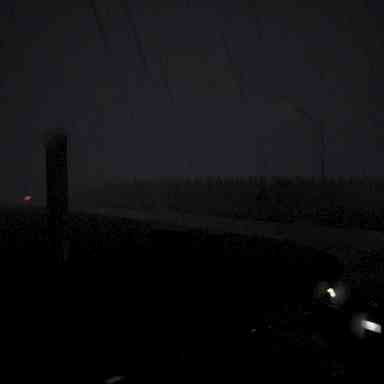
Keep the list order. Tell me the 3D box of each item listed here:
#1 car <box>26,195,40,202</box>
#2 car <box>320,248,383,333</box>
[{"bbox_3d":[-40.224,1.864,84.832,1.895,1.301,4.718,-1,0,-36],"label":"car"},{"bbox_3d":[4.743,1.537,6.338,5.357,1.411,2.033,0,0,-36],"label":"car"}]
